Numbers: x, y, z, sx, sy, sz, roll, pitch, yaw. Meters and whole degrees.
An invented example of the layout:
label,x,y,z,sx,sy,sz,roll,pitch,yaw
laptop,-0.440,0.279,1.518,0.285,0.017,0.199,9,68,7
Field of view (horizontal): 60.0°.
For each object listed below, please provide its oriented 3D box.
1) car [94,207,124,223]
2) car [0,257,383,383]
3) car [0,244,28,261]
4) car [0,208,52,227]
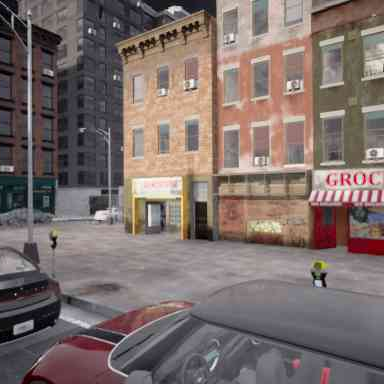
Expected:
label,x,y,z,sx,sy,sz,roll,pitch,yaw
car,-6.549,2.045,29.820,1.812,1.442,4.674,-1,-2,36
car,0.482,1.441,2.474,4.097,1.590,1.967,0,0,35
car,-4.001,1.556,5.666,4.403,1.369,2.008,0,0,35
car,-13.077,1.934,25.789,1.994,1.385,4.181,-1,-2,36
